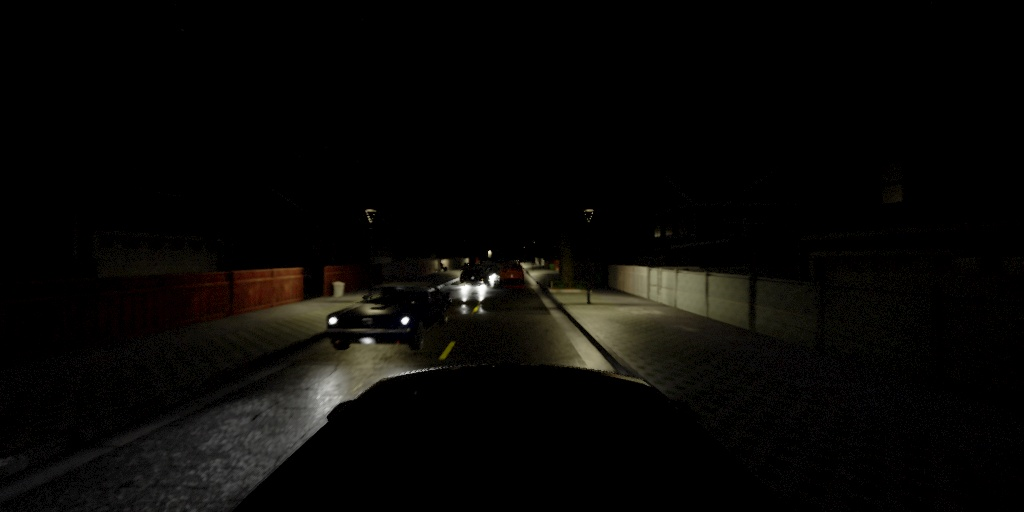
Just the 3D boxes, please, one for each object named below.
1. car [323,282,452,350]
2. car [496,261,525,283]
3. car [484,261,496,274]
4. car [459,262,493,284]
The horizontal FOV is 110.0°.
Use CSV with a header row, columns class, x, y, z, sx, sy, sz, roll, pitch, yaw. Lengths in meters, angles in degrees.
class,x,y,z,sx,sy,sz,roll,pitch,yaw
car,-2.850,1.378,9.295,1.895,1.301,4.718,0,0,0
car,0.009,1.294,28.527,1.882,1.535,5.008,0,0,0
car,-2.760,1.304,43.354,2.128,1.511,4.902,0,0,0
car,-2.795,1.381,27.536,1.994,1.385,4.181,0,0,0
